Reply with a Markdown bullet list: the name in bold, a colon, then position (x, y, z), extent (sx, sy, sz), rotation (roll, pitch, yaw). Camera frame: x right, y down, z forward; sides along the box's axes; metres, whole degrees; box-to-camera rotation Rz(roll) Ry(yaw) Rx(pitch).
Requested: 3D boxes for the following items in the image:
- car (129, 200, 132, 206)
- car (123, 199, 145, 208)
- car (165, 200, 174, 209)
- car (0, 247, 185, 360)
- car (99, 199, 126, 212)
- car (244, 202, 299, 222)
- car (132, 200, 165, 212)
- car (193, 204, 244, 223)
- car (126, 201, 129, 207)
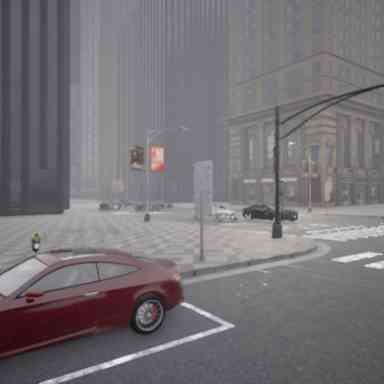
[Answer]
- **car**: position (-7.783, 2.085, 52.846), extent (1.895, 1.301, 4.718), rotation (0, -1, -35)
- **car**: position (-11.016, 2.135, 62.942), extent (2.033, 1.411, 5.357), rotation (0, -1, -35)
- **car**: position (-5.017, 2.034, 54.514), extent (2.033, 1.411, 5.357), rotation (0, -1, -35)
- **car**: position (-2.065, 1.578, 5.172), extent (4.206, 1.307, 1.802), rotation (0, 0, -36)
- **car**: position (-11.615, 1.940, 46.825), extent (2.128, 1.511, 4.902), rotation (0, -1, -35)
- **car**: position (6.302, 1.627, 27.108), extent (1.882, 1.535, 5.008), rotation (0, -1, -35)
- **car**: position (-5.901, 1.957, 44.345), extent (1.994, 1.385, 4.181), rotation (0, -1, -35)
- **car**: position (1.854, 1.707, 27.761), extent (1.812, 1.442, 4.674), rotation (0, -1, -35)
- **car**: position (-13.667, 2.088, 61.063), extent (1.837, 1.490, 4.892), rotation (0, -1, -35)
